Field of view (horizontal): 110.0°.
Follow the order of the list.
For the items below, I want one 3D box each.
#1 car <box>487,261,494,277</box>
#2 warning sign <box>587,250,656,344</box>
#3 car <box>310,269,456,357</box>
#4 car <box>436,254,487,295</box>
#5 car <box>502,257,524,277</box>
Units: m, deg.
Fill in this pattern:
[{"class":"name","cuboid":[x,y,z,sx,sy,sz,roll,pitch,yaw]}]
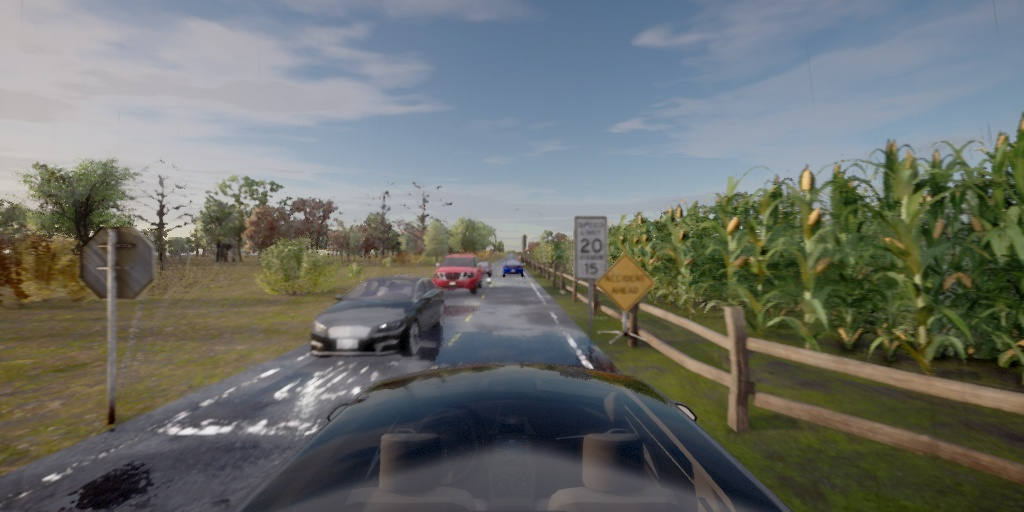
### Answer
[{"class":"car","cuboid":[-2.823,1.194,33.625,1.812,1.442,4.674,0,0,0]},{"class":"warning sign","cuboid":[2.450,0.854,7.770,1.300,1.860,1.060,0,0,0]},{"class":"car","cuboid":[-2.826,1.229,8.564,2.128,1.511,4.902,0,0,-1]},{"class":"car","cuboid":[-2.846,0.929,19.986,2.150,2.045,5.566,0,0,0]},{"class":"car","cuboid":[0.106,1.143,34.403,1.882,1.535,5.008,0,0,0]}]
